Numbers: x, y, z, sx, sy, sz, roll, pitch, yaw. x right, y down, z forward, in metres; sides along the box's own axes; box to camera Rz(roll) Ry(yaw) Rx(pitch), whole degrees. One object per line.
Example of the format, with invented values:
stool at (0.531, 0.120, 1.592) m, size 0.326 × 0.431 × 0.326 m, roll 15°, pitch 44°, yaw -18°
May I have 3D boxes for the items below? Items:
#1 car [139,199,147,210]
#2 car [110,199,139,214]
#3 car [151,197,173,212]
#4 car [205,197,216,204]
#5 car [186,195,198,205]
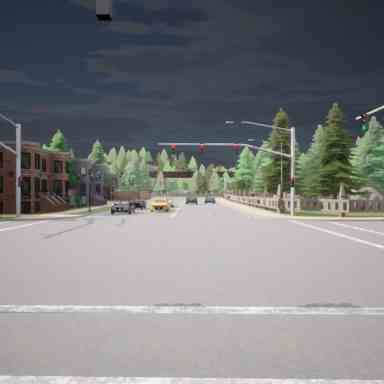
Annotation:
car at (-7.136, 1.601, 43.543) m, size 1.895 × 1.301 × 4.718 m, roll 0°, pitch 0°, yaw 0°
car at (-7.137, 1.564, 34.791) m, size 1.994 × 1.385 × 4.181 m, roll 0°, pitch 0°, yaw 0°
car at (-3.639, 1.477, 38.767) m, size 1.882 × 1.535 × 5.008 m, roll 0°, pitch 0°, yaw 0°
car at (3.526, 1.564, 65.142) m, size 1.994 × 1.385 × 4.181 m, roll 0°, pitch 0°, yaw 0°
car at (-0.069, 1.352, 60.161) m, size 2.097 × 1.767 × 4.553 m, roll 0°, pitch 0°, yaw 0°
